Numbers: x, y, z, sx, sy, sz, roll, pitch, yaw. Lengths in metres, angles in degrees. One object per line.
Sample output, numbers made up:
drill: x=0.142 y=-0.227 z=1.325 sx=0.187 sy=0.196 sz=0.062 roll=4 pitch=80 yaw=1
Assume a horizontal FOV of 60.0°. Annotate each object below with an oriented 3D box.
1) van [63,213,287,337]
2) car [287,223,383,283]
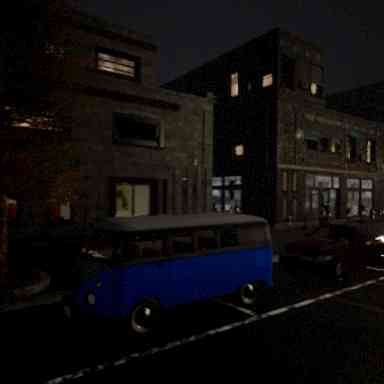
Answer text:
van: x=-0.223 y=1.339 z=6.381 sx=3.998 sy=1.788 sz=1.690 roll=0 pitch=1 yaw=-35
car: x=4.371 y=1.575 z=9.662 sx=4.206 sy=1.307 sz=1.802 roll=0 pitch=1 yaw=-35
